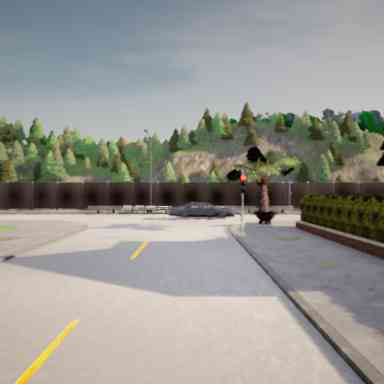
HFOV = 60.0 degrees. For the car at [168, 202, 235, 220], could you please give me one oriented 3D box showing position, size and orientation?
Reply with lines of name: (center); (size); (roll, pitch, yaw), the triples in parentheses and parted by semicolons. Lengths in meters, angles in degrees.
car: (0.718, 1.504, 26.960); (5.357, 1.411, 2.033); (0, 0, 0)
